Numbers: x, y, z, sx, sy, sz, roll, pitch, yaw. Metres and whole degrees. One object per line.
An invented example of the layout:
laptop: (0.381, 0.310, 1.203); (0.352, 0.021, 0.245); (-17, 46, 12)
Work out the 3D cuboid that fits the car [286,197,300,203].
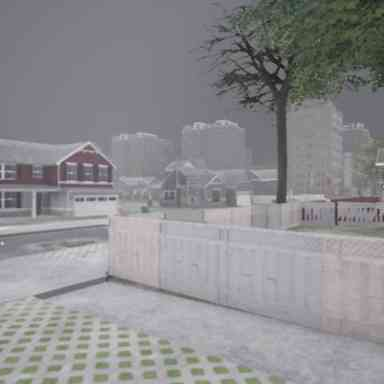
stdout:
car: (13.838, 1.511, 46.943); (2.128, 1.511, 4.902); (0, 0, 35)
